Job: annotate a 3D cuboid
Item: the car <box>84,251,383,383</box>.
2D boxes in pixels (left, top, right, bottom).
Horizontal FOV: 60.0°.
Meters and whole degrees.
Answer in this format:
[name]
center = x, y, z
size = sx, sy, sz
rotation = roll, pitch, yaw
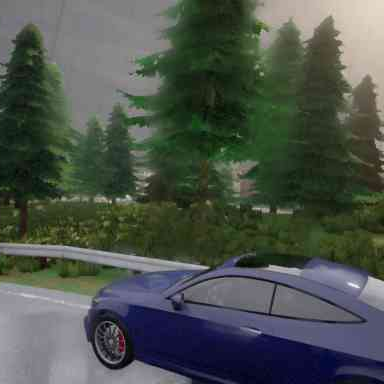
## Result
[car]
center = 0.770, 1.499, 4.089
size = 4.674, 1.442, 1.812
rotation = 1, 1, 31
